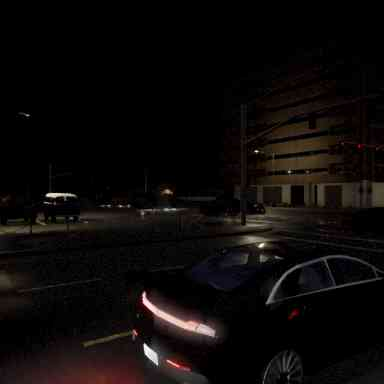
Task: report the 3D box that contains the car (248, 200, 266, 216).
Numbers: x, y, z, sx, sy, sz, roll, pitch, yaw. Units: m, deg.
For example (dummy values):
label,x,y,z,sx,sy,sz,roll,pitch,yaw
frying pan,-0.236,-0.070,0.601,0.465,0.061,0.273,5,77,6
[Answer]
label,x,y,z,sx,sy,sz,roll,pitch,yaw
car,5.306,1.561,33.638,1.837,1.490,4.892,0,0,-34

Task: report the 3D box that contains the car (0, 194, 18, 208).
label,x,y,z,sx,sy,sz,roll,pitch,yaw
car,-31.448,1.209,56.535,1.932,1.855,4.605,0,0,-34

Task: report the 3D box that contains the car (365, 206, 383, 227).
label,x,y,z,sx,sy,sz,roll,pitch,yaw
car,13.831,1.628,21.151,1.895,1.301,4.718,0,0,-34

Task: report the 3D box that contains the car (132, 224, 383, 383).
label,x,y,z,sx,sy,sz,roll,pitch,yaw
car,1.573,1.492,4.865,4.902,1.511,2.128,0,0,-34

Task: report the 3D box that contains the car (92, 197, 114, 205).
label,x,y,z,sx,sy,sz,roll,pitch,yaw
car,-16.248,1.669,59.185,2.033,1.411,5.357,0,0,-34

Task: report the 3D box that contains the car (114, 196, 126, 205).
label,x,y,z,sx,sy,sz,roll,pitch,yaw
car,-13.357,1.578,61.158,1.882,1.535,5.008,0,0,-34

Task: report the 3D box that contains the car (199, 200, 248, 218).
label,x,y,z,sx,sy,sz,roll,pitch,yaw
car,2.632,1.533,31.333,1.882,1.535,5.008,0,0,-34

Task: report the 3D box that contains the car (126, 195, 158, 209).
label,x,y,z,sx,sy,sz,roll,pitch,yaw
car,-6.806,1.581,45.188,1.812,1.442,4.674,0,0,-34

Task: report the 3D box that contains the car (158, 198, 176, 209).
label,x,y,z,sx,sy,sz,roll,pitch,yaw
car,-3.981,1.619,47.255,1.994,1.385,4.181,0,0,-34

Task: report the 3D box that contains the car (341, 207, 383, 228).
label,x,y,z,sx,sy,sz,roll,pitch,yaw
car,11.255,1.571,18.719,2.033,1.411,5.357,0,0,-34

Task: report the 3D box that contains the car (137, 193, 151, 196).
label,x,y,z,sx,sy,sz,roll,pitch,yaw
car,-10.459,1.277,69.482,2.150,2.045,5.566,0,0,-34
